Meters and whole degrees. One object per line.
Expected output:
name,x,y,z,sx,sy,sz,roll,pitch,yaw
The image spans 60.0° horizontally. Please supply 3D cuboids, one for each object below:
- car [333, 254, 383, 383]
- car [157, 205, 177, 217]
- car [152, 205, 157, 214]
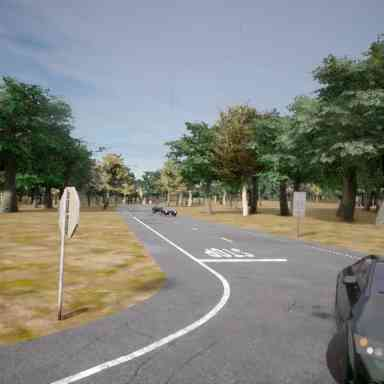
car,3.120,1.643,4.642,1.994,1.385,4.181,1,-1,22
car,-3.465,2.850,48.046,1.895,1.301,4.718,3,-2,-13
car,-5.720,2.961,56.893,1.882,1.535,5.008,3,-2,-14
